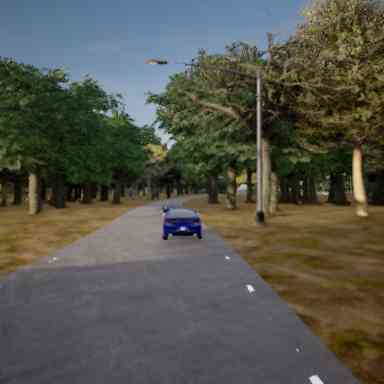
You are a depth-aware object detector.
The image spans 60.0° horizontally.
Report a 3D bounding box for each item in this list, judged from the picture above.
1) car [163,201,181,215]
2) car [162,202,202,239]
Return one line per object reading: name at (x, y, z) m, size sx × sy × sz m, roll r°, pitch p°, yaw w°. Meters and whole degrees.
car at (-2.337, 1.748, 37.361) m, size 1.895 × 1.301 × 4.718 m, roll 0°, pitch 0°, yaw -5°
car at (-0.586, 1.558, 17.909) m, size 1.882 × 1.535 × 5.008 m, roll 0°, pitch 0°, yaw -4°
